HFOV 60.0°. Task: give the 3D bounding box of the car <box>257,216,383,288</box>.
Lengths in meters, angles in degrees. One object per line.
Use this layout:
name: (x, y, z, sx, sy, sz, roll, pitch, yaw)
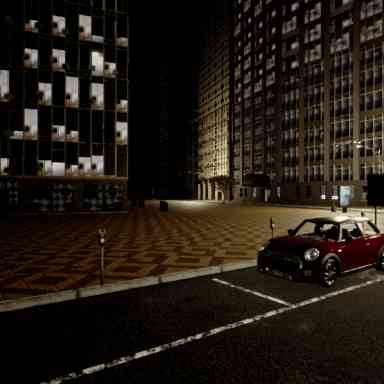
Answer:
car: (3.691, 1.439, 9.196, 4.097, 1.590, 1.967, 0, 0, -36)
